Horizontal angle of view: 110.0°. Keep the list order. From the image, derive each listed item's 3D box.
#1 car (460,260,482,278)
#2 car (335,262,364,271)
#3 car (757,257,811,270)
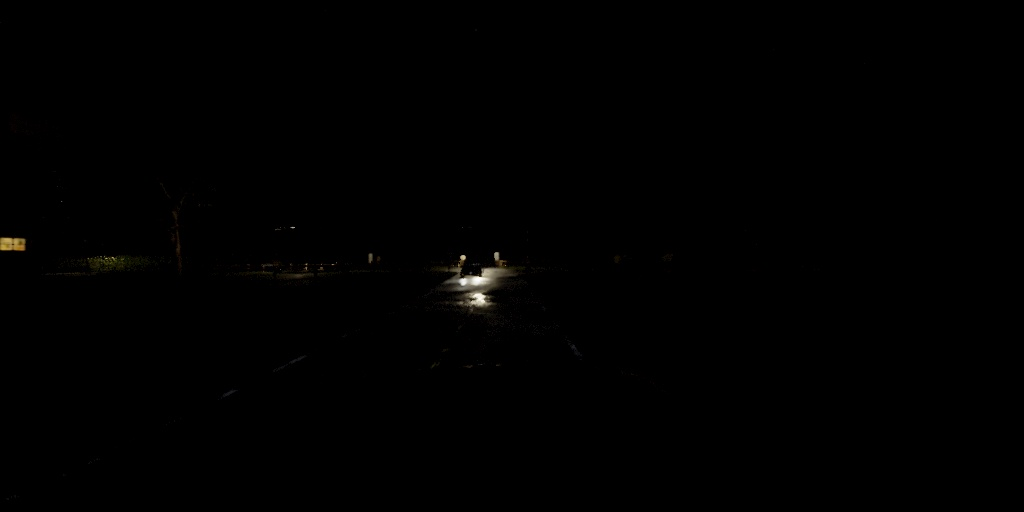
[{"bbox_3d":[-3.891,1.383,34.695,1.994,1.385,4.181,0,0,-3],"label":"car"},{"bbox_3d":[-26.550,1.756,58.622,4.902,1.511,2.128,0,-1,17],"label":"car"},{"bbox_3d":[30.738,0.799,40.590,4.892,1.490,1.837,-1,-1,17],"label":"car"}]
